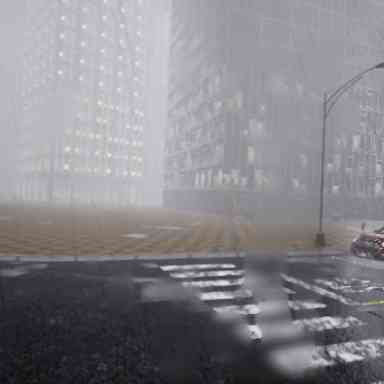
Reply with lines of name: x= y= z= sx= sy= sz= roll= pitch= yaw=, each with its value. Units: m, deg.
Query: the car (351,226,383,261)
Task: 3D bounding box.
car: x=8.581 y=1.997 z=13.629 sx=4.097 sy=1.590 sz=1.967 roll=3 pitch=-1 yaw=-20
